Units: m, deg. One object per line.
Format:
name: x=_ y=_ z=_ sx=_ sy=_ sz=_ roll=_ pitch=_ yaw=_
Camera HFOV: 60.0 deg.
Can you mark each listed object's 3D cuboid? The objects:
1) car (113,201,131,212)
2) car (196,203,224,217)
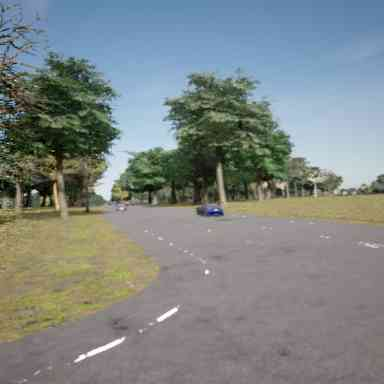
car: x=-12.564 y=2.735 z=59.273 sx=2.128 sy=1.511 sz=4.902 roll=-3 pitch=0 yaw=-14
car: x=1.836 y=1.859 z=36.075 sx=1.994 sy=1.385 sz=4.181 roll=-3 pitch=0 yaw=-18
